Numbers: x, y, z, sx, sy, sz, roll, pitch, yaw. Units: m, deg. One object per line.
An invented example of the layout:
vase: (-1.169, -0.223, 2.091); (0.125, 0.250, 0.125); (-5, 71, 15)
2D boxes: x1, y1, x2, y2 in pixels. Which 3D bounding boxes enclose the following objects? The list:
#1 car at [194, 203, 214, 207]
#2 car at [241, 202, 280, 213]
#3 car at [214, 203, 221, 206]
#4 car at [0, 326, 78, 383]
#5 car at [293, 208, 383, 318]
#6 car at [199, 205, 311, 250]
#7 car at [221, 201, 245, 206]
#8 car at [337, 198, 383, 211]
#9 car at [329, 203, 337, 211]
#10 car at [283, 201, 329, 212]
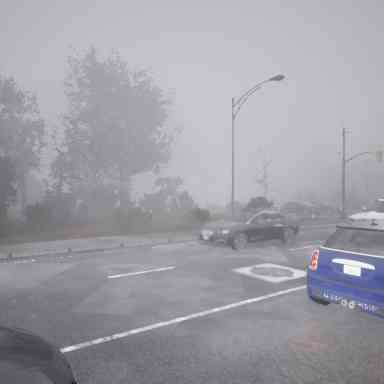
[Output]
car: (1.040, 2.608, 52.711); (1.812, 1.442, 4.674); (0, -3, -32)
car: (9.374, 2.126, 45.995); (2.033, 1.411, 5.357); (0, -3, -32)
car: (3.838, 2.599, 54.834); (2.128, 1.511, 4.902); (0, -3, -32)
car: (-3.060, 1.492, 1.563); (4.902, 1.511, 2.128); (0, 0, -36)
car: (4.470, 1.361, 6.892); (4.553, 1.767, 2.097); (0, 0, -35)
car: (2.556, 1.506, 14.308); (4.902, 1.511, 2.128); (0, 0, -35)
car: (6.387, 1.924, 44.173); (2.097, 1.767, 4.553); (0, -3, -32)
car: (9.087, 1.249, 14.560); (5.566, 2.045, 2.150); (0, 0, -33)
car: (14.608, 1.721, 37.637); (2.128, 1.511, 4.902); (0, -2, -33)
car: (11.712, 1.724, 35.734); (1.837, 1.490, 4.892); (0, -1, -29)
